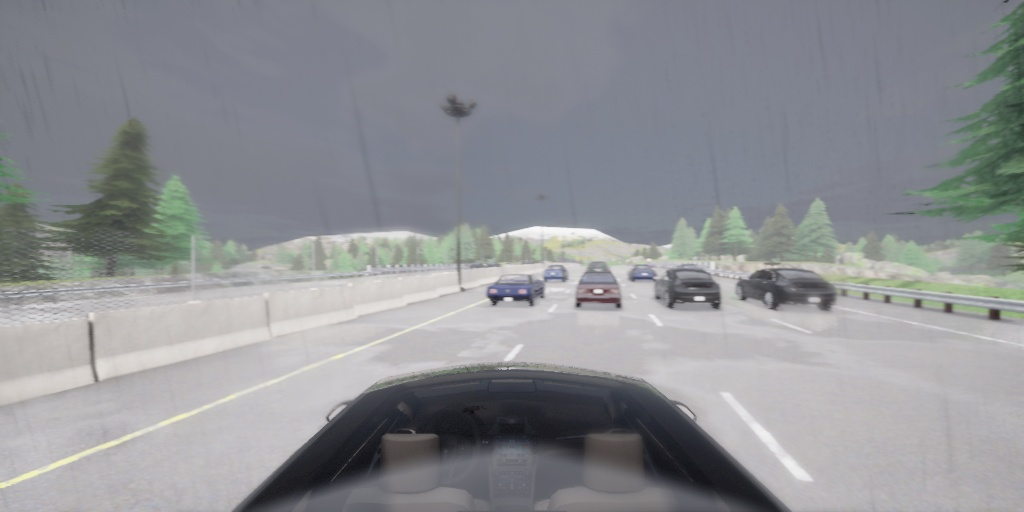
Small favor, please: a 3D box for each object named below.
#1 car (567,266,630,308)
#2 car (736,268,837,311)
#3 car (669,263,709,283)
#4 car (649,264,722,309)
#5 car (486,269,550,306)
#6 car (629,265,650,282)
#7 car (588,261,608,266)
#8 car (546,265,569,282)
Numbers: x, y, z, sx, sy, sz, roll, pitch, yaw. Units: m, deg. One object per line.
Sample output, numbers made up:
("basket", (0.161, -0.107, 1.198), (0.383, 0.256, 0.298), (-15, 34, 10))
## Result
("car", (3.744, 1.355, 15.611), (2.033, 1.411, 5.357), (-1, 0, 13))
("car", (10.626, 1.215, 14.285), (1.837, 1.490, 4.892), (-1, 0, 14))
("car", (14.128, 1.338, 28.850), (1.994, 1.385, 4.181), (-1, 0, 14))
("car", (7.223, 1.266, 15.102), (1.837, 1.490, 4.892), (-1, 0, 14))
("car", (0.368, 1.460, 16.533), (1.895, 1.301, 4.718), (-1, 0, 13))
("car", (10.719, 1.388, 29.643), (1.994, 1.385, 4.181), (-1, 0, 14))
("car", (7.264, 1.224, 30.267), (2.097, 1.767, 4.553), (-1, -1, 14))
("car", (3.841, 1.472, 30.994), (2.033, 1.411, 5.357), (-1, 0, 14))
